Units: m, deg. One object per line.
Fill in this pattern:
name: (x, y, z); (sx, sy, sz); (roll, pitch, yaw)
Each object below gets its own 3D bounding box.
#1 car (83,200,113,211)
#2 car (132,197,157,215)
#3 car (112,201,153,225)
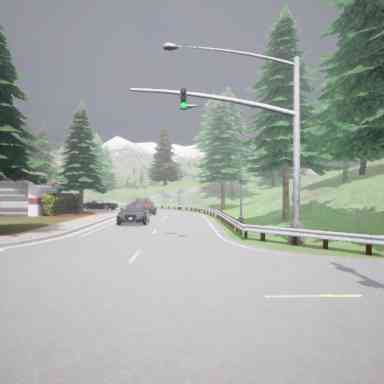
car: (-11.639, 1.608, 41.327); (4.718, 1.301, 1.895); (0, 0, 14)
car: (-5.021, 1.352, 33.627); (2.097, 1.767, 4.553); (0, 0, -20)
car: (-4.132, 1.564, 23.841); (1.994, 1.385, 4.181); (0, 0, -2)
